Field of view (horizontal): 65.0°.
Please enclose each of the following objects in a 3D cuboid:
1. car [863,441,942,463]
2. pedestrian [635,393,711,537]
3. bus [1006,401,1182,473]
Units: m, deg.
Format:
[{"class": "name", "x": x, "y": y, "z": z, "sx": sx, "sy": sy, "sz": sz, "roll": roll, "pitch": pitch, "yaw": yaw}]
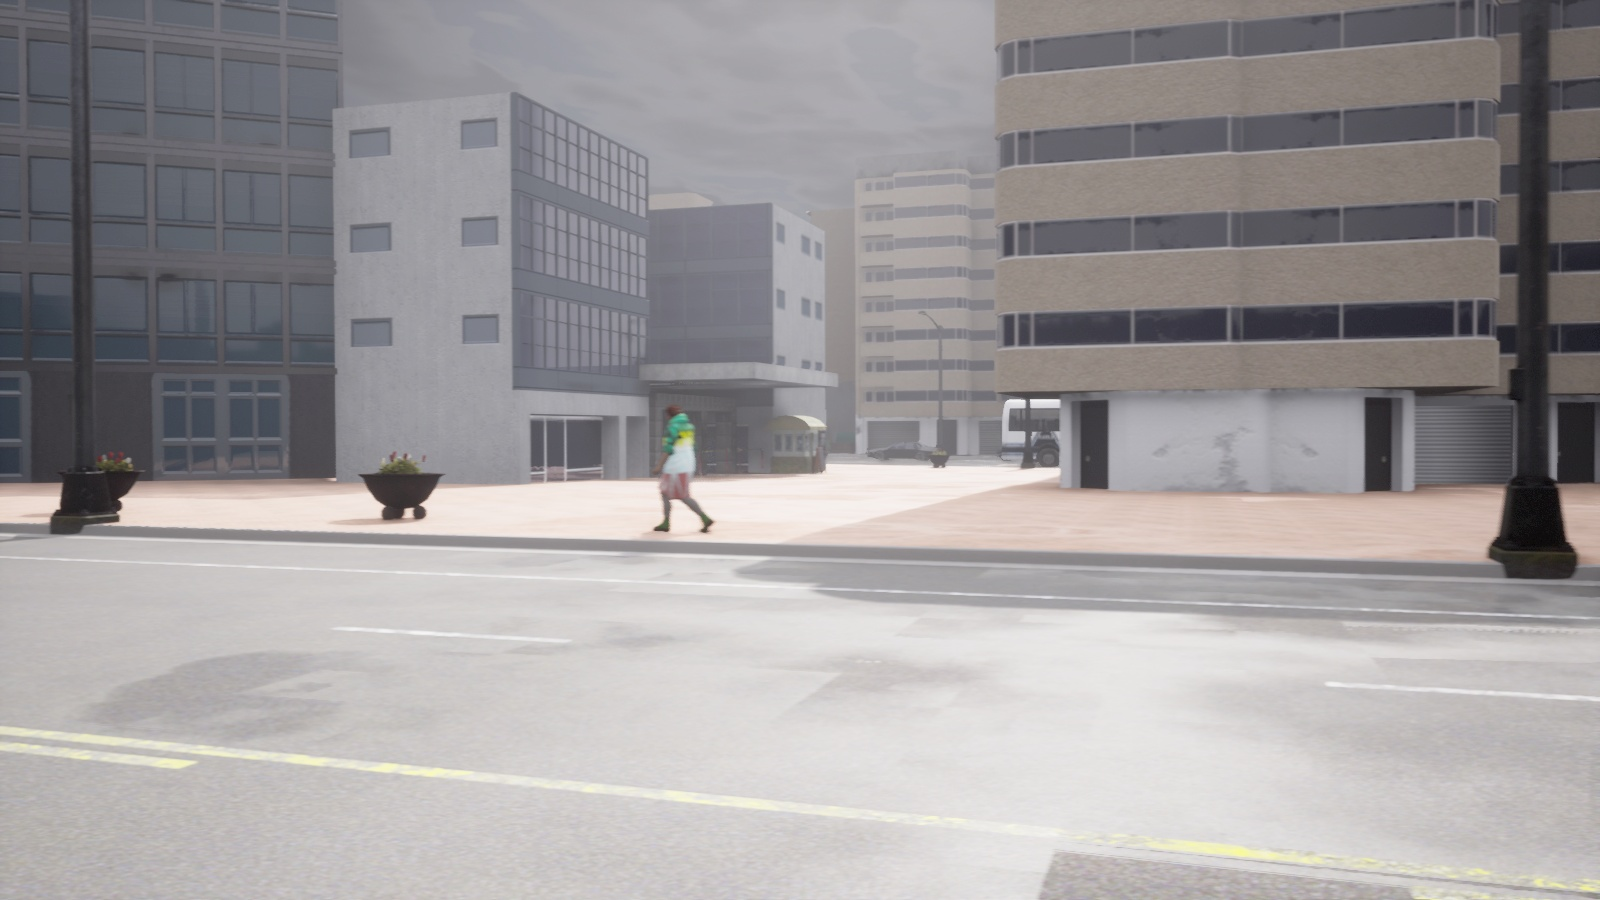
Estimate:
[{"class": "car", "x": 7.455, "y": 0.147, "z": 91.399, "sx": 5.357, "sy": 1.411, "sz": 2.033, "roll": 1, "pitch": 1, "yaw": 17}, {"class": "pedestrian", "x": -1.765, "y": 0.195, "z": 17.494, "sx": 0.873, "sy": 1.952, "sz": 0.659, "roll": 0, "pitch": 1, "yaw": 16}, {"class": "bus", "x": 18.080, "y": -0.860, "z": 77.146, "sx": 10.273, "sy": 4.253, "sz": 3.944, "roll": 1, "pitch": 1, "yaw": 17}]
